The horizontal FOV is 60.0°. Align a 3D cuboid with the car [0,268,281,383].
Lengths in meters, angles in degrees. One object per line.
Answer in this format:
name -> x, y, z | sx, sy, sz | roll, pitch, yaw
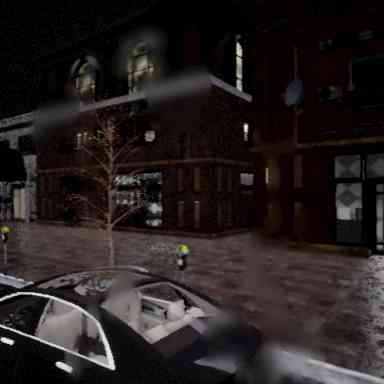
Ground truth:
car -> -1.250, 1.579, 3.755 | 4.403, 1.369, 2.008 | -1, 0, 35
